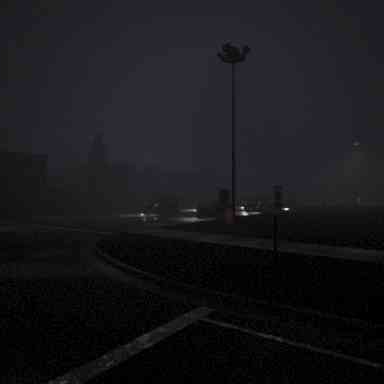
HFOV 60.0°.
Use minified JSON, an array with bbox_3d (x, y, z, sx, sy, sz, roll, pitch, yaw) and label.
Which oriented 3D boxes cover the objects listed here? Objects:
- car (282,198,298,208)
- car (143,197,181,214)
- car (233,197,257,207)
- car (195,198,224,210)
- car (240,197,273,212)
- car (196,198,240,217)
[{"bbox_3d":[13.675,1.563,47.817,1.994,1.385,4.181,0,0,35],"label":"car"},{"bbox_3d":[-3.230,1.351,35.858,2.097,1.767,4.553,0,0,35],"label":"car"},{"bbox_3d":[8.381,1.504,52.436,1.837,1.490,4.892,0,0,35],"label":"car"},{"bbox_3d":[2.383,1.563,43.892,1.994,1.385,4.181,0,0,35],"label":"car"},{"bbox_3d":[7.945,1.351,39.634,2.097,1.767,4.553,0,0,35],"label":"car"},{"bbox_3d":[2.317,1.477,31.581,1.882,1.535,5.008,0,0,35],"label":"car"}]
